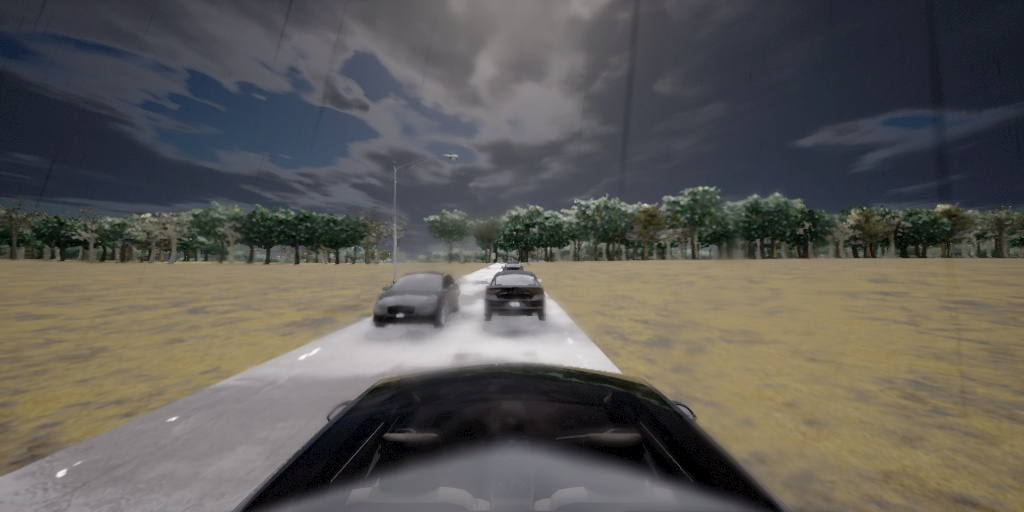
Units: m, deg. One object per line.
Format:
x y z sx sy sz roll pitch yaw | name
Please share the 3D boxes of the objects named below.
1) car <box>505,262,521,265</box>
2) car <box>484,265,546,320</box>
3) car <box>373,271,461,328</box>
0.101 1.280 31.705 1.837 1.490 4.892 0 0 0 | car
0.100 1.237 12.685 1.882 1.535 5.008 0 0 0 | car
-2.786 1.264 11.462 1.837 1.490 4.892 0 0 0 | car
